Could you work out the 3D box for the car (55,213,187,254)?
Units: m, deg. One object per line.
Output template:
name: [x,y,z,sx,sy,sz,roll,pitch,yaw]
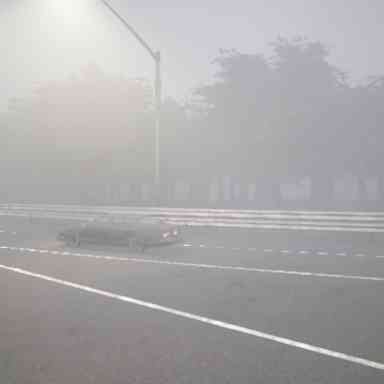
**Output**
car: [-2.914,1.572,13.468,5.357,1.411,2.033,0,0,23]
